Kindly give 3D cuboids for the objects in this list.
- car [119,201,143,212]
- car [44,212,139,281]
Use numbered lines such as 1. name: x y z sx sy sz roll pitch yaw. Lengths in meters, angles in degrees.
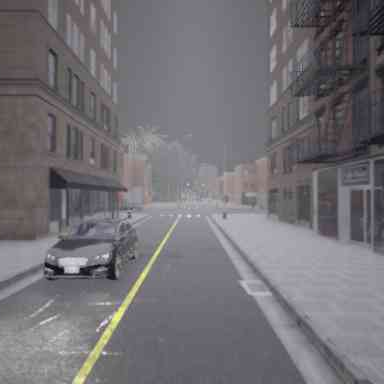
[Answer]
1. car: -9.112 1.924 44.627 4.902 1.511 2.128 1 -1 0
2. car: -2.847 1.612 10.344 2.128 1.511 4.902 0 -1 0
